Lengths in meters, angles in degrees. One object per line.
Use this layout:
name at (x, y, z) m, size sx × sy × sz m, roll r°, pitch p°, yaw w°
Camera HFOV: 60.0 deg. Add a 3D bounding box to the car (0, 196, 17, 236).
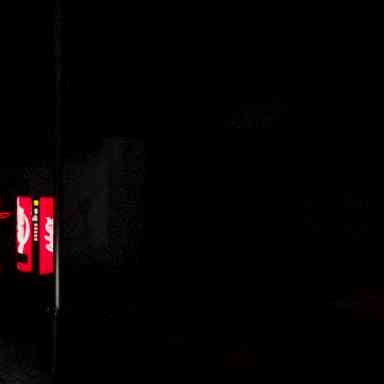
car at (-7.741, 1.221, 17.596) m, size 2.150 × 2.045 × 5.566 m, roll 0°, pitch 0°, yaw 36°
